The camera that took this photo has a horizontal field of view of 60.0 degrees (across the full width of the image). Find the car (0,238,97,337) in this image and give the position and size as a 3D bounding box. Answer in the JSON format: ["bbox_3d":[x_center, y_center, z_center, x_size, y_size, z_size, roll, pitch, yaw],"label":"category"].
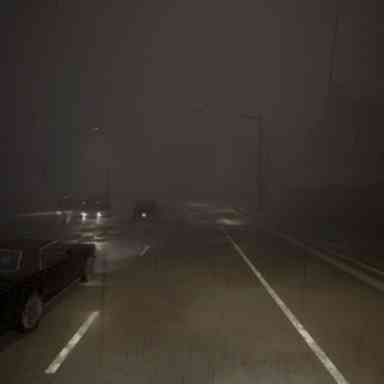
[{"bbox_3d":[-3.406,1.565,6.611,1.895,1.301,4.718,0,0,0],"label":"car"}]

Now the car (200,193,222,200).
[{"bbox_3d":[4.802,0.941,74.492,2.128,1.511,4.902,-1,0,42],"label":"car"}]

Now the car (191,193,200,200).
[{"bbox_3d":[1.934,0.949,76.539,1.882,1.535,5.008,-1,0,42],"label":"car"}]

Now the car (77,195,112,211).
[{"bbox_3d":[-10.366,1.117,36.255,2.097,1.767,4.553,0,0,3],"label":"car"}]

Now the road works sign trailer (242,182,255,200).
[{"bbox_3d":[11.708,-0.164,66.876,2.880,3.560,2.380,-1,0,-43],"label":"road works sign trailer"}]

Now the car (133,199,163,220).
[{"bbox_3d":[-3.398,1.341,25.917,1.837,1.490,4.892,0,1,0],"label":"car"}]

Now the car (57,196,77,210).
[{"bbox_3d":[-13.760,1.249,38.181,2.128,1.511,4.902,0,0,3],"label":"car"}]
